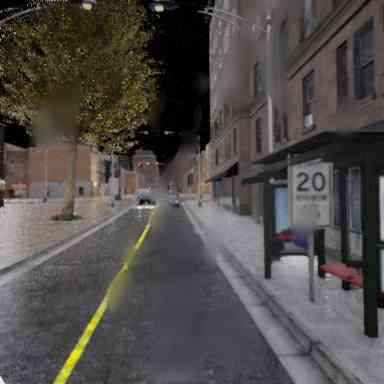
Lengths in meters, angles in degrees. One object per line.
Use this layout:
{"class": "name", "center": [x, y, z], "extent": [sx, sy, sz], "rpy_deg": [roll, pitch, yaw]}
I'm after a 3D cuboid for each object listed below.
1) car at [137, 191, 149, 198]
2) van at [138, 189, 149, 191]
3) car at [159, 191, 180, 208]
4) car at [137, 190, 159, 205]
{"class": "car", "center": [-9.809, 0.460, 67.055], "extent": [2.008, 1.369, 4.403], "rpy_deg": [1, 0, -4]}
{"class": "van", "center": [-9.576, 0.281, 63.741], "extent": [1.690, 1.788, 3.998], "rpy_deg": [1, 0, -4]}
{"class": "car", "center": [-2.306, 0.925, 36.454], "extent": [2.033, 1.411, 5.357], "rpy_deg": [-1, 2, -3]}
{"class": "car", "center": [-5.368, 0.859, 40.316], "extent": [1.895, 1.301, 4.718], "rpy_deg": [-1, 2, -4]}
